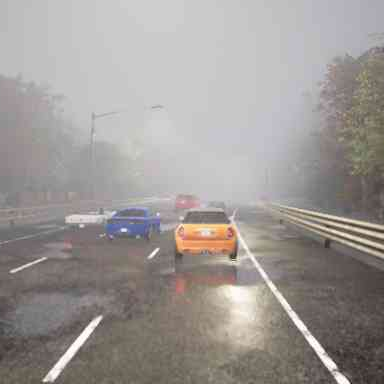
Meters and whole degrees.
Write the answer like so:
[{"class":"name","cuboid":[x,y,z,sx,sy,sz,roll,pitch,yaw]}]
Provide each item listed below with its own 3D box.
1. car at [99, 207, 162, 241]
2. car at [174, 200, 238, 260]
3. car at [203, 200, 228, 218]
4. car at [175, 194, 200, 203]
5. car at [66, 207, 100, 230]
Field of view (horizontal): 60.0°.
[{"class":"car","cuboid":[-2.720,1.466,16.587,1.882,1.535,5.008,0,0,4]},{"class":"car","cuboid":[0.552,1.352,12.704,2.097,1.767,4.553,0,0,3]},{"class":"car","cuboid":[2.329,1.550,31.721,2.033,1.411,5.357,0,0,8]},{"class":"car","cuboid":[-0.478,1.205,36.701,2.150,2.045,5.566,0,0,9]},{"class":"car","cuboid":[-5.923,1.575,20.661,1.895,1.301,4.718,0,0,5]}]
